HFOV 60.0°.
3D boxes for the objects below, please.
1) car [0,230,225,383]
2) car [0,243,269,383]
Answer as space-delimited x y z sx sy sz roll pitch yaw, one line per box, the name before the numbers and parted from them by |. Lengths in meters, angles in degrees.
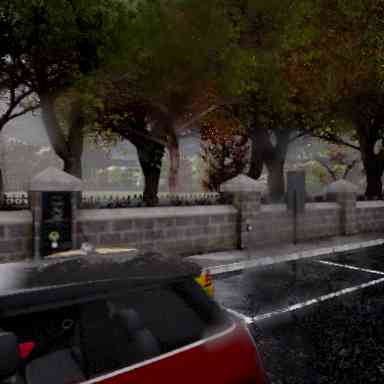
car | -1.884 1.529 5.219 4.829 1.417 1.752 0 0 -36
car | -1.619 1.352 2.210 4.553 1.767 2.097 0 0 -35
